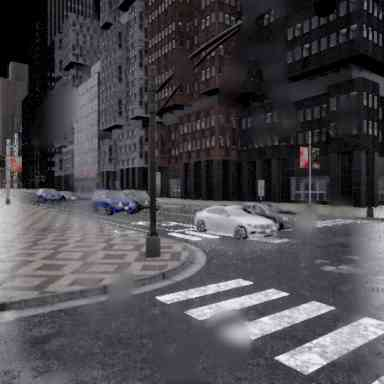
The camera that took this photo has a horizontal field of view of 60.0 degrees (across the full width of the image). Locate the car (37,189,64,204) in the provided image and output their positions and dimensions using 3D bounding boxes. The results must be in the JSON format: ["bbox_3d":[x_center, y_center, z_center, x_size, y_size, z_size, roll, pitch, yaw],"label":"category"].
[{"bbox_3d":[-20.218,0.536,46.847,2.150,2.045,5.566,0,1,-36],"label":"car"}]

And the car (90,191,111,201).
[{"bbox_3d":[-15.831,0.683,57.649,1.882,1.535,5.008,0,1,-36],"label":"car"}]

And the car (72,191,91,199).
[{"bbox_3d":[-21.996,0.531,66.138,2.128,1.511,4.902,0,1,-36],"label":"car"}]

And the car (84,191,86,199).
[{"bbox_3d":[-18.934,0.744,56.417,2.033,1.411,5.357,0,1,-36],"label":"car"}]

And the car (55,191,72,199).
[{"bbox_3d":[-25.144,0.508,64.941,1.882,1.535,5.008,0,1,-36],"label":"car"}]

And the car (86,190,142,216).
[{"bbox_3d":[-6.740,0.868,28.197,2.150,2.045,5.566,0,1,-36],"label":"car"}]

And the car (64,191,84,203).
[{"bbox_3d":[-18.538,0.775,50.086,2.128,1.511,4.902,0,1,-36],"label":"car"}]

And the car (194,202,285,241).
[{"bbox_3d":[1.929,1.382,16.263,1.812,1.442,4.674,0,1,-36],"label":"car"}]

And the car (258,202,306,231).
[{"bbox_3d":[4.080,1.333,18.835,2.128,1.511,4.902,0,1,-36],"label":"car"}]

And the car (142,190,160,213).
[{"bbox_3d":[-5.097,0.842,31.474,2.150,2.045,5.566,0,1,-35],"label":"car"}]
